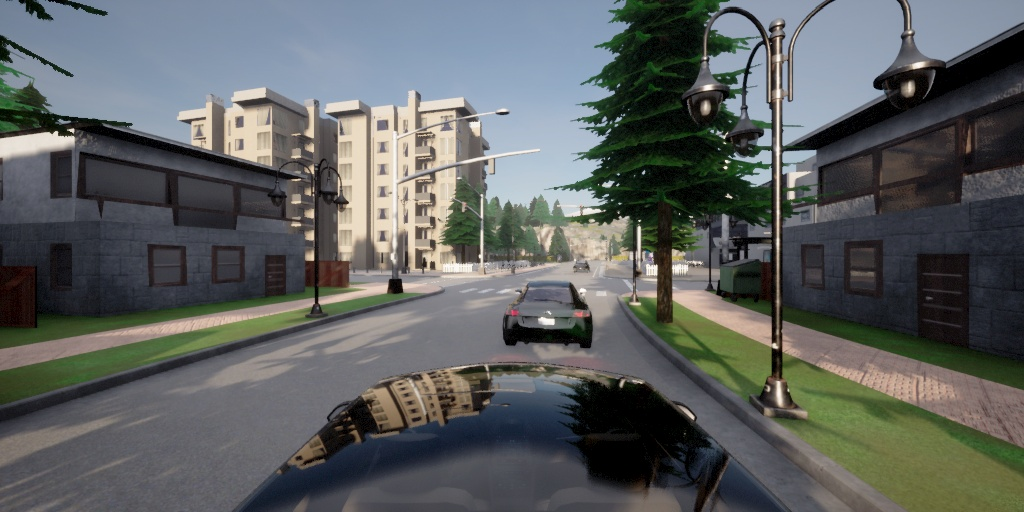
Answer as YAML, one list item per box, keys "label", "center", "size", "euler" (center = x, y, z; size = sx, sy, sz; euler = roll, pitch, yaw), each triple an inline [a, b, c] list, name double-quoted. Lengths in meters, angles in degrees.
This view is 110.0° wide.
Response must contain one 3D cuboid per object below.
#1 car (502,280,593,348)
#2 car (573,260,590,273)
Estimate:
- label: "car"
  center: [0.994, 1.314, 9.322]
  size: [1.994, 1.385, 4.181]
  euler: [0, 0, 8]
- label: "car"
  center: [8.735, 1.276, 44.869]
  size: [2.128, 1.511, 4.902]
  euler: [0, 0, 14]
